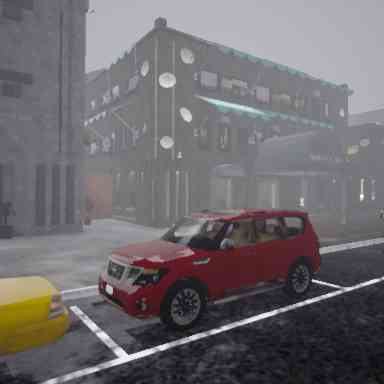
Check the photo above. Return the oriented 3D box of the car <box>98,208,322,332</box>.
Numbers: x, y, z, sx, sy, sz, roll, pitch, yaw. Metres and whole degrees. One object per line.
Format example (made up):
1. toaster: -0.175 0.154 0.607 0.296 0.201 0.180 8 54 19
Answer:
1. car: 0.665 1.313 7.023 5.009 1.841 2.192 0 1 -35

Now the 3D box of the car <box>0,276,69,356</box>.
1. car: -3.979 1.522 3.712 4.829 1.417 1.752 0 1 -35
